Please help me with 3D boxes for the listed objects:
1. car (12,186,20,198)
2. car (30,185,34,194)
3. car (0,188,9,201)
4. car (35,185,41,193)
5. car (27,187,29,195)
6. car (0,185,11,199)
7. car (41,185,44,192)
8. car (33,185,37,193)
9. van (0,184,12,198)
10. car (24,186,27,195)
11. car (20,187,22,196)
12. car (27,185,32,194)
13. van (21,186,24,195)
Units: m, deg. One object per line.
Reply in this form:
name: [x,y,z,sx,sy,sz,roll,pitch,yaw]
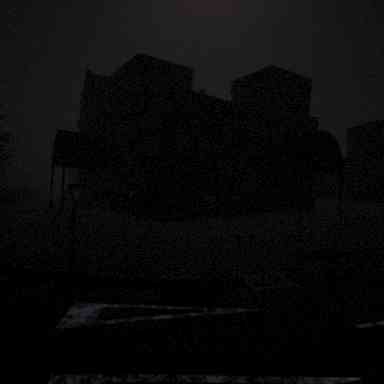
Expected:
car: [-30.342,0.018,51.554,5.566,2.045,2.435,3,0,-20]
car: [-36.382,-0.201,69.538,4.792,1.488,2.163,3,1,-16]
car: [-27.480,0.466,43.817,4.892,1.521,2.231,3,0,-21]
car: [-38.673,-0.432,77.534,4.792,1.488,2.163,3,1,-14]
car: [-34.806,-0.044,64.314,4.674,1.452,2.002,3,1,-17]
car: [-28.407,0.277,46.408,4.553,1.767,2.185,3,0,-21]
car: [-39.980,-0.841,82.833,5.566,2.045,2.435,3,0,-13]
car: [-37.176,-0.306,72.151,4.892,1.521,2.231,3,1,-16]
van: [-29.509,0.103,48.935,4.442,1.987,1.878,3,0,-21]
car: [-34.141,-0.024,61.659,5.366,1.575,1.946,3,1,-18]
car: [-32.213,0.171,56.563,4.674,1.452,2.002,3,1,-19]
car: [-35.650,-0.129,66.910,4.792,1.488,2.163,3,1,-17]
van: [-32.975,-0.160,59.163,4.442,1.987,1.878,3,1,-19]
